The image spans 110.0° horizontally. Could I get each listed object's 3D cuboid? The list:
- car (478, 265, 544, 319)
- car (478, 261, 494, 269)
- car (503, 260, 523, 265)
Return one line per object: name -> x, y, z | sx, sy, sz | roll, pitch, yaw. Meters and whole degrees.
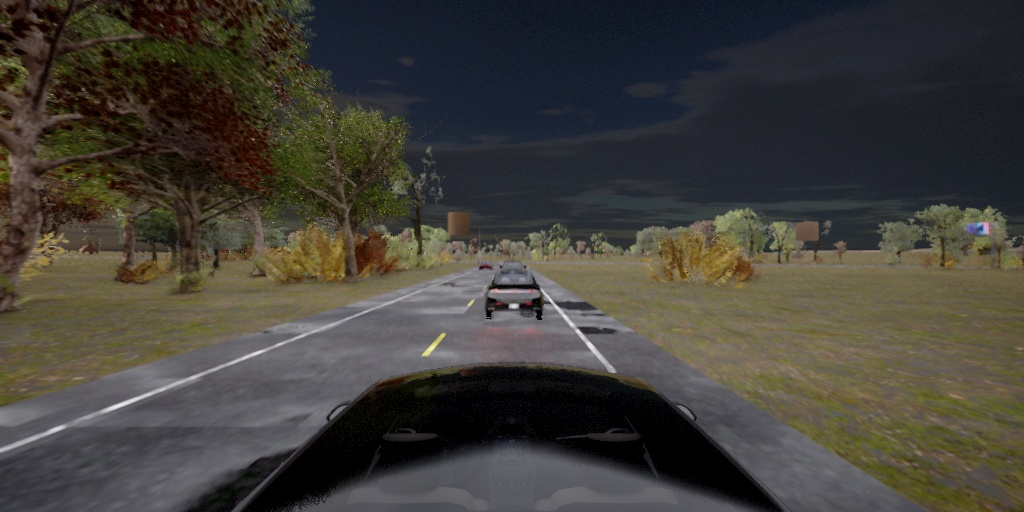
car -> 0.073, 1.247, 12.845 | 2.128, 1.511, 4.902 | 0, 0, 0
car -> -3.581, 1.364, 49.691 | 1.895, 1.301, 4.718 | 0, 0, 0
car -> 0.070, 1.112, 27.668 | 2.097, 1.767, 4.553 | 0, 0, 0
